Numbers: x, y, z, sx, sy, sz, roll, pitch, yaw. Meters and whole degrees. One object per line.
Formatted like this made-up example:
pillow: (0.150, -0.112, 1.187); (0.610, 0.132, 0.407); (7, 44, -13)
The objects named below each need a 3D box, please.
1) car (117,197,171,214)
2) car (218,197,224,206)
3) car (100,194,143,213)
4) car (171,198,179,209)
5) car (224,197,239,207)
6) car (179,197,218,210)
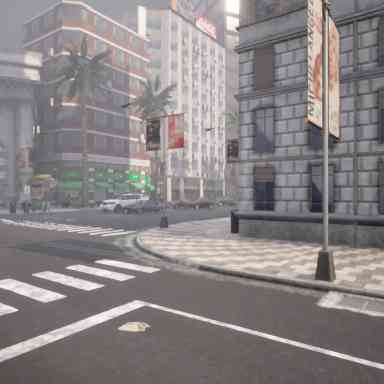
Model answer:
car: (-5.056, 1.547, 35.651); (2.033, 1.411, 5.357); (0, 0, 36)
car: (4.881, 1.492, 53.605); (4.902, 1.511, 2.128); (0, 0, -44)
car: (-7.771, 1.221, 37.844); (2.150, 2.045, 5.566); (0, 0, 36)
car: (-1.771, 1.526, 45.847); (1.812, 1.442, 4.674); (0, 0, 37)
car: (7.438, 1.564, 51.225); (4.181, 1.385, 1.994); (0, 0, -43)
car: (0.907, 1.478, 43.629); (1.882, 1.535, 5.008); (0, 0, 38)
